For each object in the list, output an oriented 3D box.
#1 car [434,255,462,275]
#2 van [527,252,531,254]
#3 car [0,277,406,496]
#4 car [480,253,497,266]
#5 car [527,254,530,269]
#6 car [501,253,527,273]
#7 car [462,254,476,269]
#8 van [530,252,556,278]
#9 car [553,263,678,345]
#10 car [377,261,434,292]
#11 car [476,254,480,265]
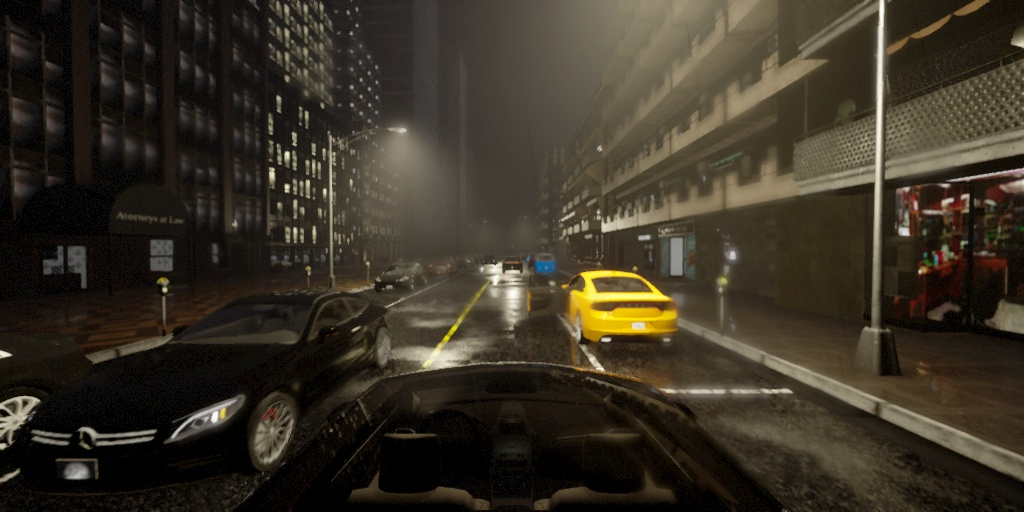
[{"bbox_3d":[-5.689,0.753,29.885,1.967,1.591,4.097,0,0,0],"label":"car"},{"bbox_3d":[2.694,0.409,46.449,1.690,1.789,3.998,0,0,0],"label":"van"},{"bbox_3d":[-3.100,1.225,4.876,1.812,1.442,4.674,0,1,0],"label":"car"},{"bbox_3d":[-2.995,0.563,48.325,1.882,1.535,5.008,0,1,0],"label":"car"},{"bbox_3d":[2.694,0.694,40.927,1.888,1.381,4.507,0,0,0],"label":"car"},{"bbox_3d":[0.062,0.752,33.510,2.128,1.511,4.902,0,1,1],"label":"car"},{"bbox_3d":[-5.687,0.700,40.928,2.007,1.370,4.403,0,0,0],"label":"car"},{"bbox_3d":[2.693,0.655,29.883,1.690,1.789,3.998,0,0,0],"label":"van"},{"bbox_3d":[2.361,1.110,9.159,1.882,1.535,5.008,0,1,0],"label":"car"},{"bbox_3d":[-5.690,1.048,18.840,1.948,1.339,4.313,0,0,0],"label":"car"},{"bbox_3d":[-5.687,0.618,46.451,2.007,1.370,4.403,0,0,0],"label":"car"}]
